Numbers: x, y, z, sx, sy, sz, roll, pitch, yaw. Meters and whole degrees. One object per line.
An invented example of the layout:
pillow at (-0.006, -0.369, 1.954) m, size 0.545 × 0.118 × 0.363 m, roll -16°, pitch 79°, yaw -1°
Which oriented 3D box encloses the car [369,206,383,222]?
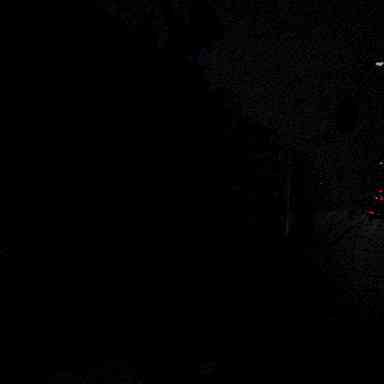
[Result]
car at (24.420, 2.884, 43.495) m, size 2.150 × 2.045 × 5.566 m, roll 1°, pitch -1°, yaw 30°
